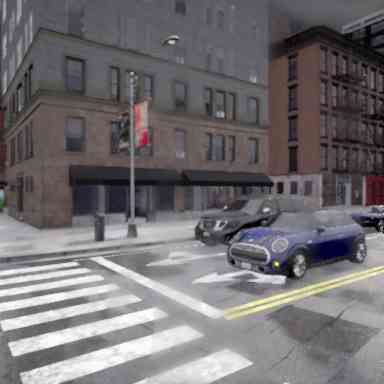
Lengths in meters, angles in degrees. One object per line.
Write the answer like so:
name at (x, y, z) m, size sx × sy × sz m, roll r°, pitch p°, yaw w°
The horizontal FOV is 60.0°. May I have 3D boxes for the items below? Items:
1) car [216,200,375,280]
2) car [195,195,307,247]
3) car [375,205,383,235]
car at (3.202, 1.296, 9.916) m, size 4.553 × 1.767 × 2.097 m, roll 0°, pitch 0°, yaw -36°
car at (2.739, 1.153, 13.617) m, size 5.566 × 2.045 × 2.150 m, roll 0°, pitch 0°, yaw -37°
car at (10.699, 1.355, 15.298) m, size 5.008 × 1.535 × 1.882 m, roll -1°, pitch 0°, yaw -35°
